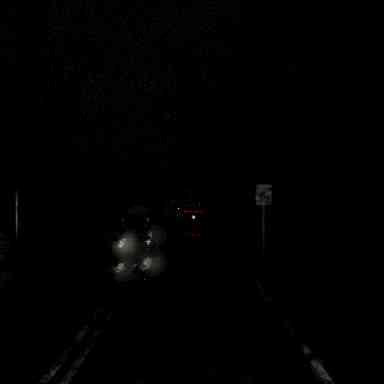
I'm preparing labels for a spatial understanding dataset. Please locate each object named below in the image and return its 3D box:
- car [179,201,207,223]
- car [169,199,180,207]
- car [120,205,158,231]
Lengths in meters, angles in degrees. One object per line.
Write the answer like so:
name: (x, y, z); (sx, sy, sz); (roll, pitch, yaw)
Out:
car: (0.132, 1.673, 27.500); (1.837, 1.490, 4.892); (0, -1, 0)
car: (-3.123, 2.133, 62.559); (1.812, 1.442, 4.674); (0, -1, 1)
car: (-3.330, 1.582, 21.719); (1.882, 1.535, 5.008); (0, -1, 0)
